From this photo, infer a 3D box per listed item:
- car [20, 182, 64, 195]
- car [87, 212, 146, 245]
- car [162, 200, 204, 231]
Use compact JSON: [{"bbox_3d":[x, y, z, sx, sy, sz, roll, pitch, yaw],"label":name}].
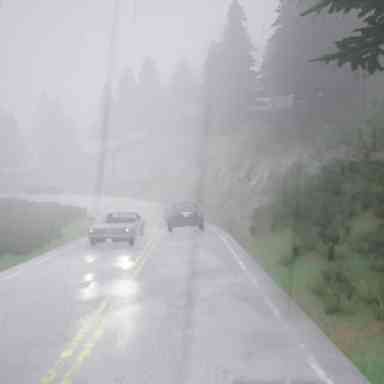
[{"bbox_3d":[-17.106,-0.370,37.882,5.008,1.535,1.882,1,4,14],"label":"car"},{"bbox_3d":[-3.342,1.620,15.509,1.895,1.301,4.718,0,0,-1],"label":"car"},{"bbox_3d":[-0.672,1.283,20.440,2.097,1.767,4.553,-2,1,-9],"label":"car"}]
